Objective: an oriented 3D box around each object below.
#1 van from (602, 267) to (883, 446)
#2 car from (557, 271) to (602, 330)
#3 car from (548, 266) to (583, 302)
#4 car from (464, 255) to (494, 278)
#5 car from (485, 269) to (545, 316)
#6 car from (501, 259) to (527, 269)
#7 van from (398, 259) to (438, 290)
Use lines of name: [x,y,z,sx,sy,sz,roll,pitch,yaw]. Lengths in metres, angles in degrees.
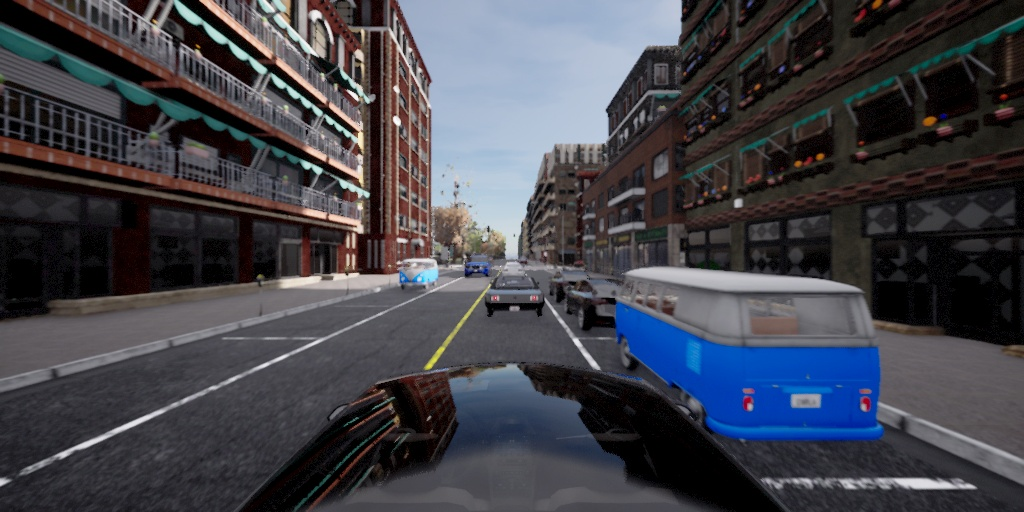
van: [2.692,1.086,5.136,1.690,1.789,3.998,0,0,0]
car: [2.692,1.305,10.798,1.948,1.339,4.313,0,0,0]
car: [2.691,1.298,16.460,1.948,1.339,4.313,0,0,0]
car: [-3.095,0.940,33.468,2.150,2.045,5.566,0,0,0]
car: [0.092,1.337,13.317,1.895,1.301,4.718,0,0,0]
car: [0.094,1.246,30.394,1.812,1.442,4.674,0,0,0]
van: [-5.689,1.068,22.120,1.690,1.789,3.998,0,0,0]
